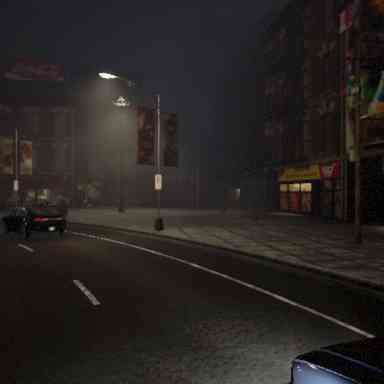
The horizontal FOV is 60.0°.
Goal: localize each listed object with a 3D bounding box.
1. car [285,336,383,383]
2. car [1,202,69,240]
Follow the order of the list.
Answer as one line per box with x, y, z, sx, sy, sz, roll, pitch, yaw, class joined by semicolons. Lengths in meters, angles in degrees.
2.514;1.547;0.944;2.033;1.411;5.357;0;0;-20;car
-8.282;1.487;17.186;4.902;1.511;2.128;0;0;44;car
